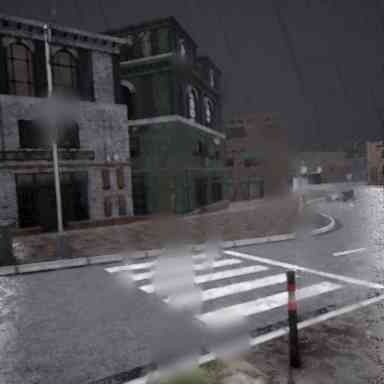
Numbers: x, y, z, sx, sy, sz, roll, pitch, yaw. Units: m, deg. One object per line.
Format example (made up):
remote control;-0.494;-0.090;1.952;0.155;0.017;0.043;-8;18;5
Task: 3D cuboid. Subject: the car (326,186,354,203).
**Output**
car;15.264;0.221;34.271;2.128;1.511;4.902;-2;3;38
